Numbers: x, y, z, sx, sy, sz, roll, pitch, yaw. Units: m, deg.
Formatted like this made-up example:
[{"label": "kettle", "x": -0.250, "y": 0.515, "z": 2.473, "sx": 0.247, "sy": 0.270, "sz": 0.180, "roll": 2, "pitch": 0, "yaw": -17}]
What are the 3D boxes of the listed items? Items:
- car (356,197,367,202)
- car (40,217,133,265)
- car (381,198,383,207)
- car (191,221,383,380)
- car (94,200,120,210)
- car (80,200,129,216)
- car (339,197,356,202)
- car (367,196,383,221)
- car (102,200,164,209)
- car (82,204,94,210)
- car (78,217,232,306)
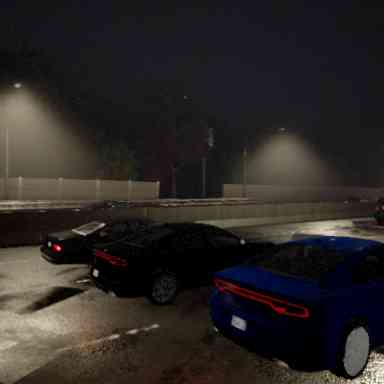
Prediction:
[{"label": "car", "x": 29.460, "y": 1.663, "z": 54.520, "sx": 4.718, "sy": 1.301, "sz": 1.895, "roll": 0, "pitch": 0, "yaw": -35}, {"label": "car", "x": -1.979, "y": 1.538, "z": 10.899, "sx": 5.357, "sy": 1.411, "sz": 2.033, "roll": 0, "pitch": 0, "yaw": -35}, {"label": "car", "x": 31.550, "y": 1.631, "z": 51.722, "sx": 4.181, "sy": 1.385, "sz": 1.994, "roll": 0, "pitch": 0, "yaw": -35}, {"label": "car", "x": 2.609, "y": 1.479, "z": 5.561, "sx": 5.008, "sy": 1.535, "sz": 1.882, "roll": 0, "pitch": 0, "yaw": -35}, {"label": "car", "x": -5.067, "y": 1.541, "z": 26.079, "sx": 4.181, "sy": 1.385, "sz": 1.994, "roll": 0, "pitch": 0, "yaw": -35}, {"label": "car", "x": -8.458, "y": 1.532, "z": 32.250, "sx": 4.181, "sy": 1.385, "sz": 1.994, "roll": 0, "pitch": 0, "yaw": -35}, {"label": "car", "x": 27.330, "y": 1.535, "z": 57.300, "sx": 5.008, "sy": 1.535, "sz": 1.882, "roll": 0, "pitch": 0, "yaw": -35}, {"label": "car", "x": 14.538, "y": 1.237, "z": 22.502, "sx": 5.566, "sy": 2.045, "sz": 2.150, "roll": 0, "pitch": 0, "yaw": -35}, {"label": "car", "x": -3.449, "y": 1.507, "z": 22.927, "sx": 4.674, "sy": 1.442, "sz": 1.812, "roll": 0, "pitch": 0, "yaw": -35}, {"label": "car", "x": -6.871, "y": 1.477, "z": 29.089, "sx": 4.892, "sy": 1.490, "sz": 1.837, "roll": 0, "pitch": 0, "yaw": -35}, {"label": "car", "x": 0.107, "y": 1.473, "z": 8.083, "sx": 5.008, "sy": 1.535, "sz": 1.882, "roll": 0, "pitch": 0, "yaw": -35}]
